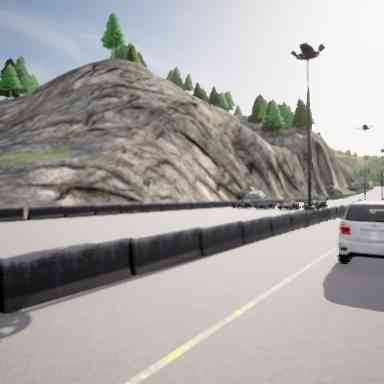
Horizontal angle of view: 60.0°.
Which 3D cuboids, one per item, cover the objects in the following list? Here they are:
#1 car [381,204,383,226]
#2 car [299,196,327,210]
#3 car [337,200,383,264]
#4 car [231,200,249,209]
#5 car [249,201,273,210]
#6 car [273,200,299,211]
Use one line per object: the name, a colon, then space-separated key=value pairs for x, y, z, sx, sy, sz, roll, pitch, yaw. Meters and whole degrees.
car: x=15.575 y=1.674 z=24.845 sx=2.128 sy=1.511 sz=4.902 roll=0 pitch=0 yaw=34
car: x=17.122 y=1.549 z=46.203 sx=2.150 sy=2.045 sz=5.566 roll=0 pitch=0 yaw=34
car: x=6.613 y=1.296 z=11.552 sx=2.150 sy=2.045 sz=5.566 roll=0 pitch=0 yaw=34
car: x=7.811 y=1.941 z=51.163 sx=1.895 sy=1.301 sz=4.718 roll=0 pitch=0 yaw=34
car: x=10.710 y=1.934 z=49.210 sx=1.895 sy=1.301 sz=4.718 roll=0 pitch=0 yaw=34
car: x=13.976 y=1.879 z=47.796 sx=2.033 sy=1.411 sz=5.357 roll=0 pitch=0 yaw=34
